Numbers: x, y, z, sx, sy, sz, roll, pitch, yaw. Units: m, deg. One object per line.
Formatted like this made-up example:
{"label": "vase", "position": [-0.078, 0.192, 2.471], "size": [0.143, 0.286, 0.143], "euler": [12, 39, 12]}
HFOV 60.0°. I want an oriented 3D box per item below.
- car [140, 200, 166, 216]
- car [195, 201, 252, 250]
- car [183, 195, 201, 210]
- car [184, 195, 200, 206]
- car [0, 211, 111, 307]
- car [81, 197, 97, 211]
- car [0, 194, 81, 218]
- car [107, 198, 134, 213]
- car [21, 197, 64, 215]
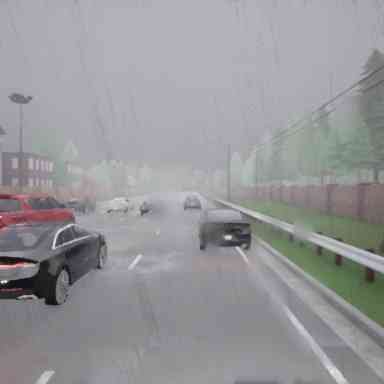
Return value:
{"label": "car", "position": [-3.402, 1.360, 29.743], "size": [1.895, 1.301, 4.718], "euler": [0, 0, 0]}
{"label": "car", "position": [1.224, 1.366, 13.758], "size": [1.882, 1.535, 5.008], "euler": [0, 0, 0]}
{"label": "car", "position": [0.043, 1.259, 37.627], "size": [1.994, 1.385, 4.181], "euler": [0, 0, 0]}
{"label": "car", "position": [0.004, 1.163, 47.581], "size": [2.033, 1.411, 5.357], "euler": [0, 0, 0]}
{"label": "car", "position": [-3.400, 1.427, 7.804], "size": [2.128, 1.511, 4.902], "euler": [0, 0, 0]}
{"label": "car", "position": [-10.403, 1.251, 31.292], "size": [1.837, 1.490, 4.892], "euler": [0, 0, 0]}
{"label": "car", "position": [-6.902, 1.105, 14.218], "size": [2.150, 2.045, 5.566], "euler": [0, 0, 0]}
{"label": "car", "position": [-6.916, 1.264, 32.265], "size": [1.812, 1.442, 4.674], "euler": [0, 0, 0]}
{"label": "car", "position": [-13.904, 1.251, 31.288], "size": [1.837, 1.490, 4.892], "euler": [0, 0, 0]}
